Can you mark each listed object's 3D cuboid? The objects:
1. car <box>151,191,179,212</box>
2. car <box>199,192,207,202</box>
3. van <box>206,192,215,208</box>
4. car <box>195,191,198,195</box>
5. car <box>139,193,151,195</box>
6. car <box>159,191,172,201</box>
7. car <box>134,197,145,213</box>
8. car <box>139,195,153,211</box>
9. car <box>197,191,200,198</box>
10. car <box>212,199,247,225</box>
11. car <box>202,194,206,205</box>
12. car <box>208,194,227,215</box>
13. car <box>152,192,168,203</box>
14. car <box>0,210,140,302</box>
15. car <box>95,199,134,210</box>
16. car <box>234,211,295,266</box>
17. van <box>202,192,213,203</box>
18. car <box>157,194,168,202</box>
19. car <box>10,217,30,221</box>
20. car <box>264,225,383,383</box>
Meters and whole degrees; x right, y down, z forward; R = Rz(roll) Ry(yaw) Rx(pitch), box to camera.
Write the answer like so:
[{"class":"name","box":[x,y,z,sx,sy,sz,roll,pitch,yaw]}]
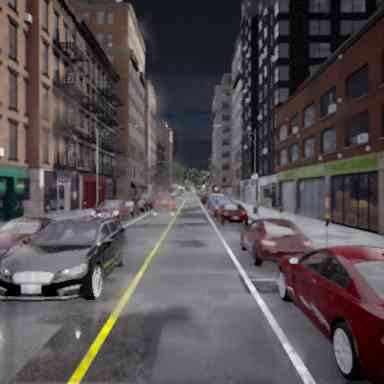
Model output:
[{"class":"car","box":[-2.764,1.103,35.081,2.097,1.767,4.553,0,1,0]},{"class":"car","box":[2.621,0.956,50.694,2.192,1.841,5.009,0,0,0]},{"class":"van","box":[2.627,1.104,33.658,1.690,1.788,3.998,0,0,0]},{"class":"car","box":[2.605,0.870,94.740,2.008,1.369,4.403,0,0,0]},{"class":"car","box":[-5.408,1.038,39.338,2.192,1.841,5.009,0,0,0]},{"class":"car","box":[-5.423,0.832,67.729,2.192,1.841,5.009,0,0,0]},{"class":"car","box":[-5.403,1.386,27.983,1.802,1.307,4.206,0,0,0]},{"class":"car","box":[-5.406,1.329,33.661,1.947,1.339,4.313,0,0,0]},{"class":"car","box":[2.617,0.873,62.052,2.192,1.841,5.009,0,0,0]},{"class":"car","box":[2.631,1.388,22.303,1.887,1.381,4.507,0,0,0]},{"class":"car","box":[2.625,1.273,39.339,2.008,1.369,4.403,0,0,0]},{"class":"car","box":[2.629,1.243,27.981,1.967,1.590,4.097,0,0,0]},{"class":"car","box":[-5.417,0.915,56.373,2.192,1.841,5.009,0,0,0]},{"class":"car","box":[-2.840,1.434,8.324,2.128,1.511,4.902,0,0,0]},{"class":"car","box":[-5.400,1.284,22.304,1.967,1.590,4.097,0,0,0]},{"class":"car","box":[2.635,1.505,10.945,1.802,1.307,4.206,0,0,0]},{"class":"van","box":[2.619,0.941,56.374,1.690,1.788,3.998,0,0,0]},{"class":"car","box":[-5.420,1.085,61.881,1.752,1.417,4.829,0,0,0]},{"class":"car","box":[-5.394,1.505,10.949,1.802,1.307,4.206,0,0,0]},{"class":"car","box":[2.637,1.507,5.266,1.887,1.381,4.507,0,0,0]}]
